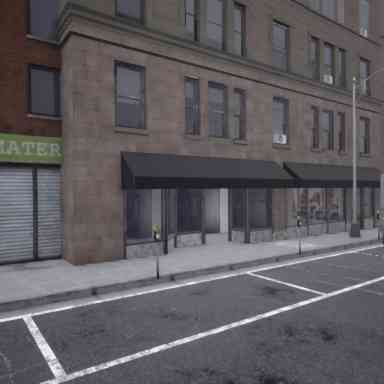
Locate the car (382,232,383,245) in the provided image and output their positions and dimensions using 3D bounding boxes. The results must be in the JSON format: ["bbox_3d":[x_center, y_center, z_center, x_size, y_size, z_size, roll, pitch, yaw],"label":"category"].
[{"bbox_3d":[9.291,1.540,13.207,4.507,1.381,1.887,0,-1,-36],"label":"car"}]
